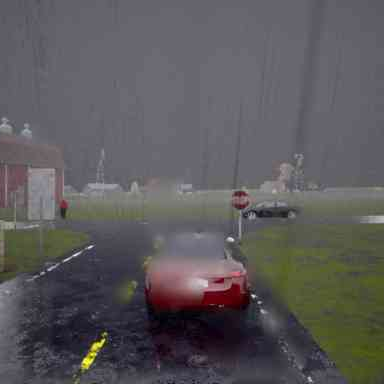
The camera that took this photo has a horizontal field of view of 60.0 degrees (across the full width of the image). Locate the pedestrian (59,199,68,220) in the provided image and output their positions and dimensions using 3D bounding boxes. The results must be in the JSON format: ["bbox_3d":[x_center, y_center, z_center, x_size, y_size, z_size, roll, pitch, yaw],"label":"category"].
[{"bbox_3d":[-11.273,1.491,29.142,0.375,1.860,0.375,0,0,4],"label":"pedestrian"}]

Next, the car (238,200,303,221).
[{"bbox_3d":[6.047,1.369,25.896,5.008,1.535,1.882,-1,0,-2],"label":"car"}]

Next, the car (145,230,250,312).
[{"bbox_3d":[0.087,1.565,7.799,1.994,1.385,4.181,0,0,-1],"label":"car"}]
